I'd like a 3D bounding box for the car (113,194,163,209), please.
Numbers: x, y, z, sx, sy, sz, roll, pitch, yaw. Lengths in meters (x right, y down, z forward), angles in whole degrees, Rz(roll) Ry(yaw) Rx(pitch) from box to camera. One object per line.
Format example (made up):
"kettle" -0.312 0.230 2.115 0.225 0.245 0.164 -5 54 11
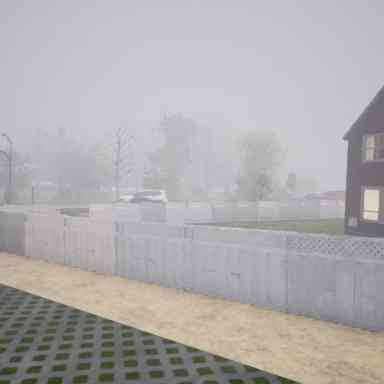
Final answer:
"car" -5.749 1.232 34.307 4.674 1.442 1.812 0 2 -18

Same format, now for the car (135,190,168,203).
"car" -5.481 0.808 37.810 5.566 2.045 2.150 -1 2 -18

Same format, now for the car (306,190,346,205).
"car" 17.760 0.793 42.078 5.566 2.045 2.150 0 2 -18

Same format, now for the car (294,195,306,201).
"car" 16.139 0.937 44.976 5.008 1.535 1.882 0 2 -18
